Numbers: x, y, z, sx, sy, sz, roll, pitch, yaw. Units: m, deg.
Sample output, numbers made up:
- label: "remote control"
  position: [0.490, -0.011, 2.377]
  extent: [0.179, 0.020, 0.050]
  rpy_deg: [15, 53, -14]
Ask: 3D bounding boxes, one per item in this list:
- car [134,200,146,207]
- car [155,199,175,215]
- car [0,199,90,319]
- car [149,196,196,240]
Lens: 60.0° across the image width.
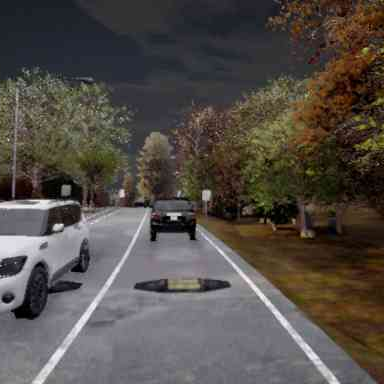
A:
- label: "car"
  position: [-8.870, 2.010, 56.802]
  extent: [1.895, 1.301, 4.718]
  rpy_deg: [0, -3, -6]
- label: "car"
  position: [-3.015, 1.569, 36.087]
  extent: [2.033, 1.411, 5.357]
  rpy_deg: [0, 0, -6]
- label: "car"
  position: [-3.938, 1.216, 7.680]
  extent: [2.150, 2.045, 5.566]
  rpy_deg: [0, 0, -4]
- label: "car"
  position: [-1.049, 1.239, 17.332]
  extent: [2.150, 2.045, 5.566]
  rpy_deg: [0, 0, -6]
